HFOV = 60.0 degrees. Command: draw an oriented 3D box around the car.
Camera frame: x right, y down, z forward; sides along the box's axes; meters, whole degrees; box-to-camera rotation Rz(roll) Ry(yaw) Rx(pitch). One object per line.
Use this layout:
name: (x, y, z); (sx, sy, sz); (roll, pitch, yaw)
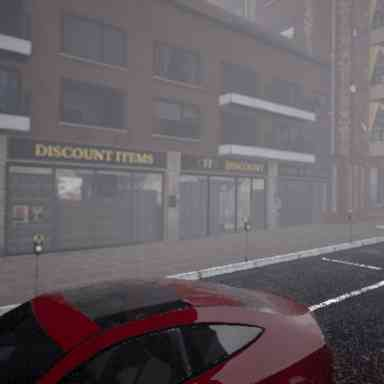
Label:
car: (-0.795, 1.517, 2.502); (4.674, 1.442, 1.812); (-1, 0, -35)
